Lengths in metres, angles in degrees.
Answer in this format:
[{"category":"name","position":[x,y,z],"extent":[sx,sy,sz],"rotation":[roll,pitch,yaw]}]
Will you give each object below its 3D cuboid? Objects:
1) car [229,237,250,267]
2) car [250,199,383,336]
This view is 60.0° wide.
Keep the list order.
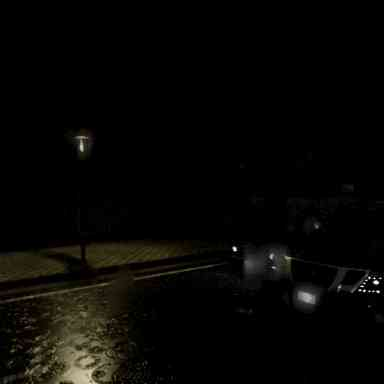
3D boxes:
[{"category":"car","position":[3.665,1.497,10.292],"extent":[5.357,1.411,2.033],"rotation":[0,0,-36]},{"category":"car","position":[3.933,1.182,6.494],"extent":[5.566,2.045,2.150],"rotation":[0,0,-35]}]
